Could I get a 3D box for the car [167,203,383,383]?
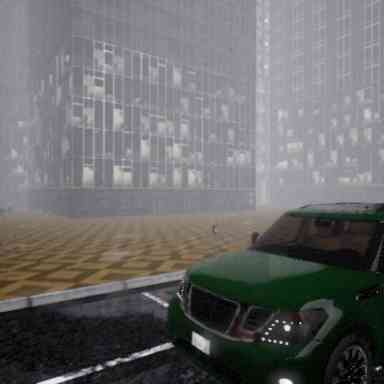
[{"bbox_3d":[2.355,1.217,5.048,5.566,2.045,2.150,0,0,-35],"label":"car"}]
